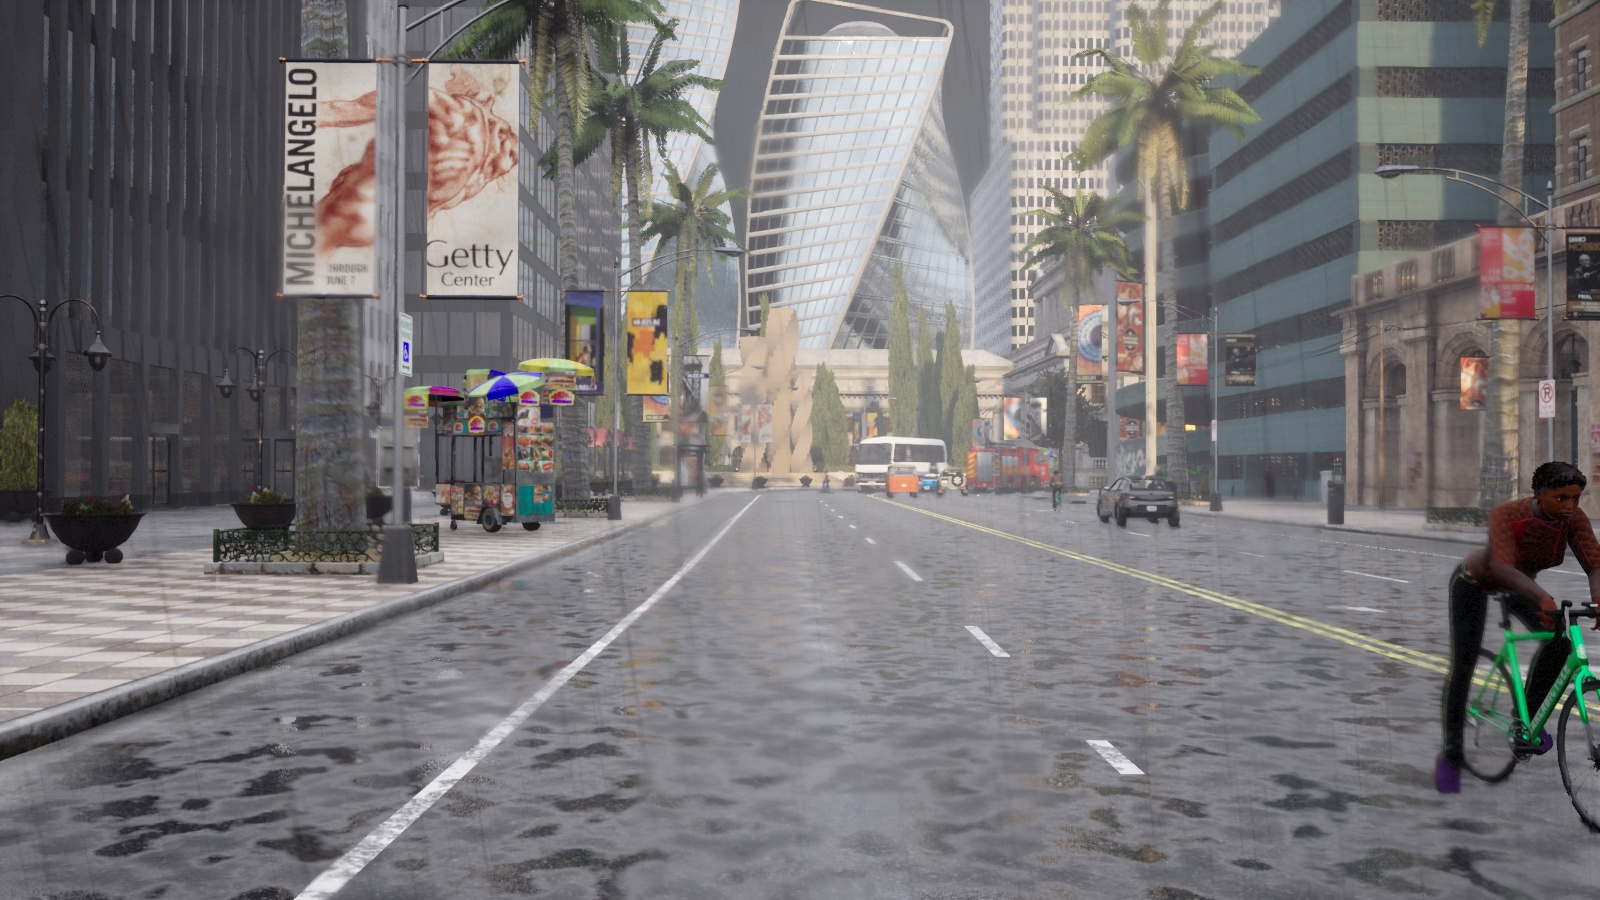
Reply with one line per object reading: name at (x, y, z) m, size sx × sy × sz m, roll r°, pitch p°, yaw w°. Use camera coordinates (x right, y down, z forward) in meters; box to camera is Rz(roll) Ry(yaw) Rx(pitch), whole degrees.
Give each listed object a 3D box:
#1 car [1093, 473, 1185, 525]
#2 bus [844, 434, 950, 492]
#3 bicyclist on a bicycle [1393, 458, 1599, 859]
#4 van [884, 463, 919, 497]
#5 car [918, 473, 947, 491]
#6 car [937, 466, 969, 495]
car at (10.148, 1.422, 37.879) m, size 1.816 × 1.474 × 4.193 m, roll 0°, pitch -1°, yaw 3°
bus at (7.734, 1.052, 98.218) m, size 3.944 × 4.253 × 10.273 m, roll -1°, pitch -1°, yaw 32°
bicyclist on a bicycle at (3.486, 0.853, 5.915) m, size 0.582 × 1.620 × 1.656 m, roll 0°, pitch -1°, yaw 0°
van at (6.239, 1.840, 77.486) m, size 1.775 × 1.987 × 4.442 m, roll 0°, pitch -1°, yaw 0°
car at (10.010, 2.416, 94.709) m, size 1.481 × 1.376 × 2.207 m, roll -1°, pitch -1°, yaw 25°
car at (10.038, 1.977, 82.753) m, size 1.932 × 1.855 × 4.605 m, roll -1°, pitch -1°, yaw 5°
